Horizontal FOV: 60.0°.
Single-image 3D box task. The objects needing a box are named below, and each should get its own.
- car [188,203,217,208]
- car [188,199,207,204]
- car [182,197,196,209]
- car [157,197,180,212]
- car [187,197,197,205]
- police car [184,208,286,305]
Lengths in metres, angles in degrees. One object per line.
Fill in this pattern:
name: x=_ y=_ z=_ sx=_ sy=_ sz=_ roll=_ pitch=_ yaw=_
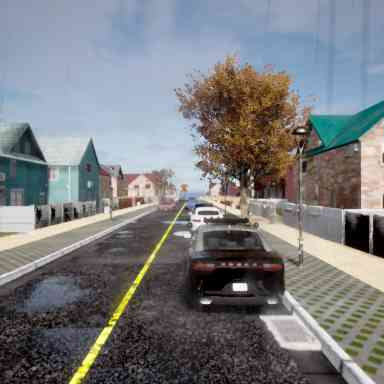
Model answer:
car: x=0.822 y=1.534 z=18.179 sx=1.812 sy=1.442 sz=4.674 roll=0 pitch=0 yaw=0
car: x=0.821 y=1.517 z=24.179 sx=1.837 sy=1.490 sz=4.892 roll=0 pitch=0 yaw=0
car: x=0.022 y=1.648 z=46.038 sx=2.033 sy=1.411 sz=5.357 roll=0 pitch=0 yaw=0
car: x=-2.856 y=1.410 z=38.682 sx=2.097 sy=1.767 sz=4.553 roll=0 pitch=0 yaw=0
car: x=-0.009 y=1.676 z=63.090 sx=1.882 sy=1.535 sz=5.008 roll=0 pitch=0 yaw=0
police car: x=0.824 y=1.428 z=8.288 sx=1.930 sy=1.638 sz=5.238 roll=0 pitch=0 yaw=0
